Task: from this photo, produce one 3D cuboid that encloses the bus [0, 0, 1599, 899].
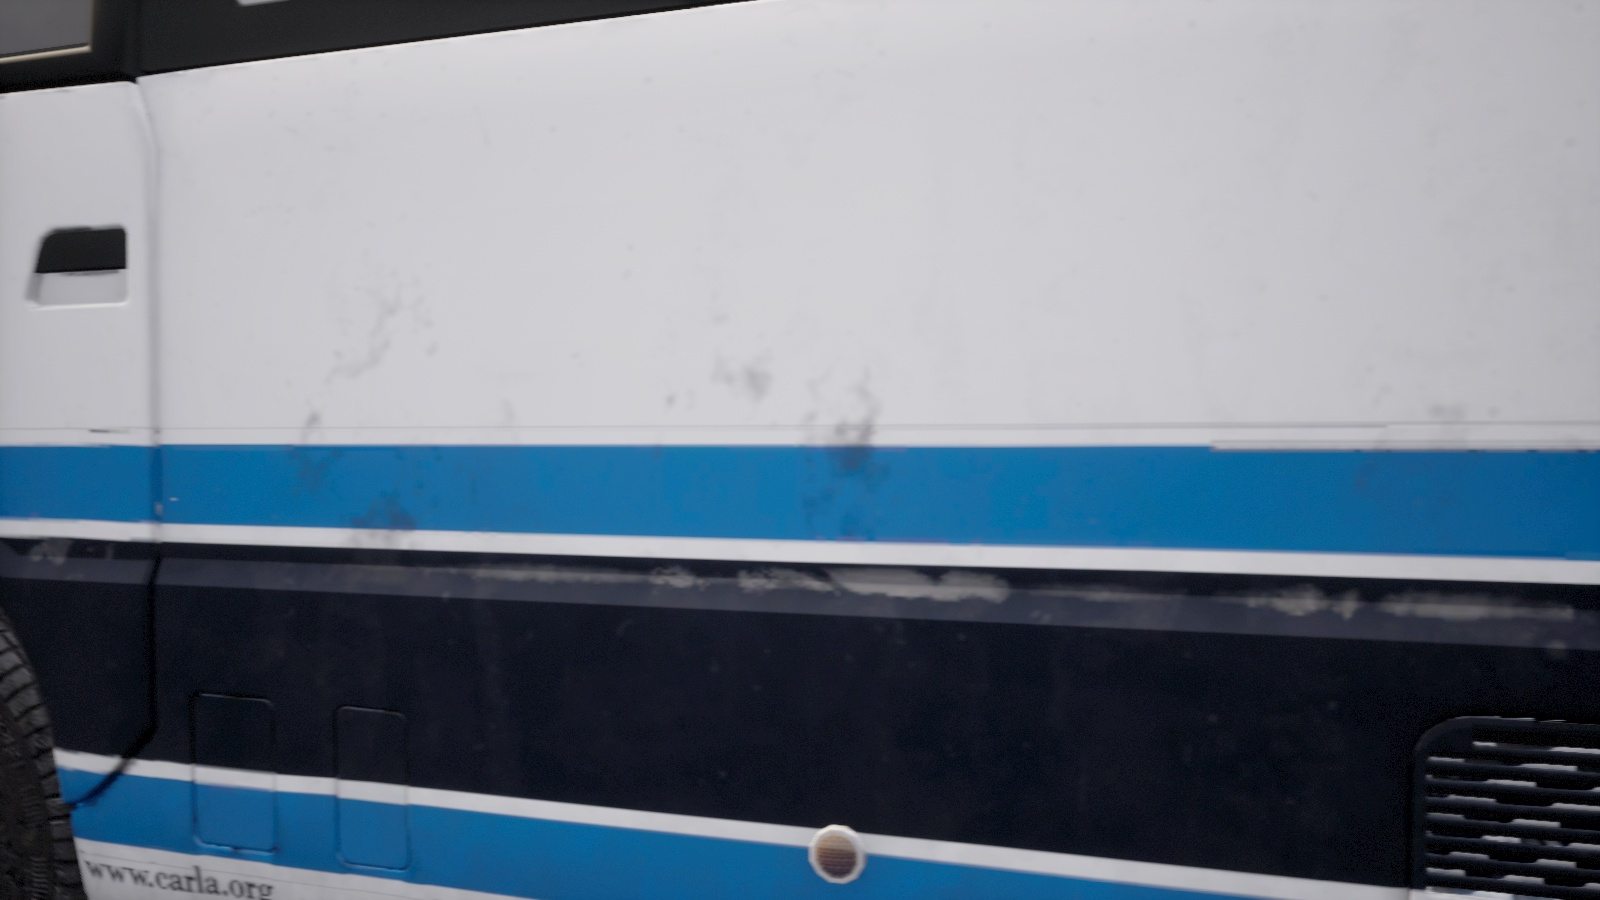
[{"bbox_3d":[1.012,-0.600,3.360,10.273,4.253,3.944,1,1,19],"label":"bus"}]
